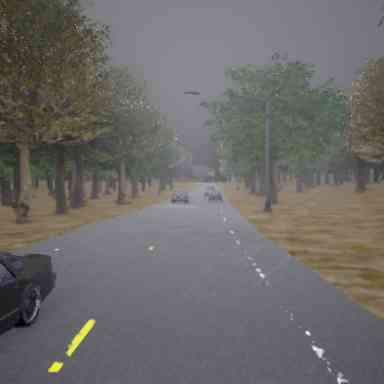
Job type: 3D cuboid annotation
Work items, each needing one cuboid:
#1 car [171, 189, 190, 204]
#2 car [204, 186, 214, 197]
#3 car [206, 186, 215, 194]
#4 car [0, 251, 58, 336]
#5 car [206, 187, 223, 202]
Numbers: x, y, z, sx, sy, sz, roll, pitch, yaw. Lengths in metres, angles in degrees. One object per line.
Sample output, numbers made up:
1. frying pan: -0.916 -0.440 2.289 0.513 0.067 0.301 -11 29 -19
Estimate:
1. car: -1.556 0.564 45.776 2.150 2.045 5.566 0 1 4
2. car: 3.634 0.143 68.972 2.097 1.767 4.553 0 2 4
3. car: 4.742 -0.566 85.351 2.150 2.045 5.566 0 2 4
4. car: -3.559 1.525 4.197 2.033 1.411 5.357 0 0 1
5. car: 3.662 0.560 51.518 2.097 1.767 4.553 0 1 4
